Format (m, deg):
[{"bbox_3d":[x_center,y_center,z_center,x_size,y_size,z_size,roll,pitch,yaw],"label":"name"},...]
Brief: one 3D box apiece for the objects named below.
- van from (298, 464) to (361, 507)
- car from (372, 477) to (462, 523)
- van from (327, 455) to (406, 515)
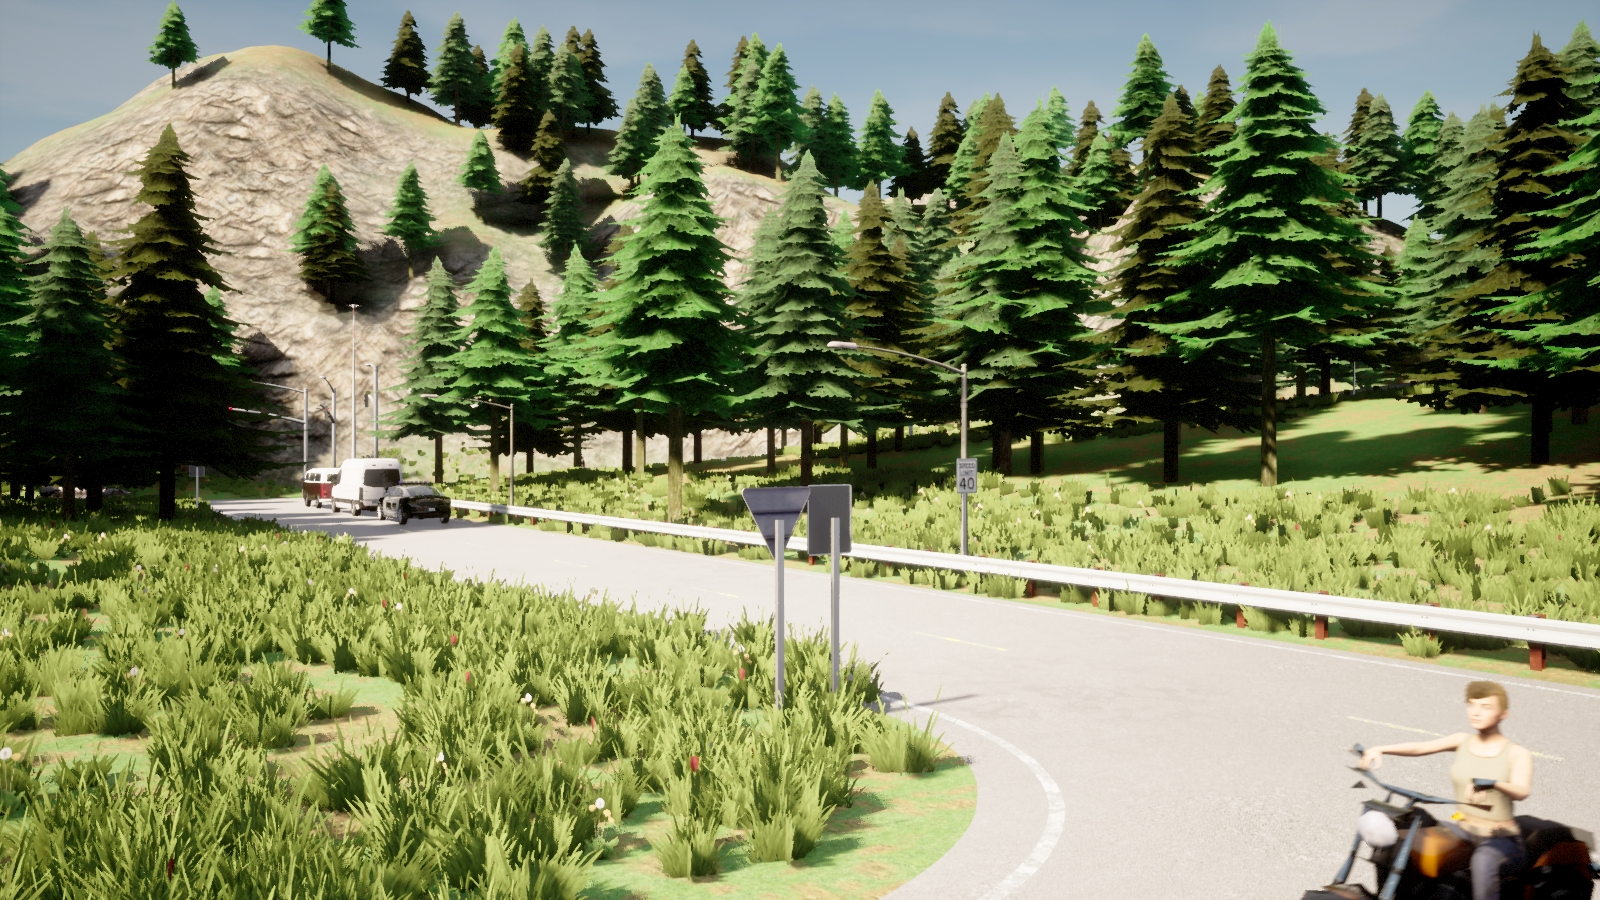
[{"bbox_3d":[-24.143,1.782,58.581,2.069,2.038,4.480,0,0,-35],"label":"van"},{"bbox_3d":[-15.723,1.982,46.760,2.097,1.638,5.238,0,0,-35],"label":"car"},{"bbox_3d":[-20.079,1.534,52.765,1.988,2.561,5.915,0,0,-35],"label":"van"}]
